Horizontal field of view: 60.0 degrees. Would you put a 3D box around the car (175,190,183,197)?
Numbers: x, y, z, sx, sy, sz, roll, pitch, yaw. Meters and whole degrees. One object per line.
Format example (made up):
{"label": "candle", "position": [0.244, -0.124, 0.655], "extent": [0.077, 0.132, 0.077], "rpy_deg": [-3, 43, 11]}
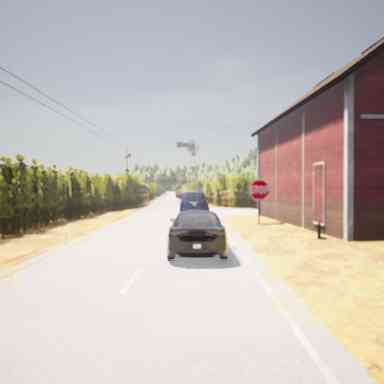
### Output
{"label": "car", "position": [-3.415, 0.466, 88.273], "extent": [2.097, 1.767, 4.553], "rpy_deg": [0, 1, -4]}

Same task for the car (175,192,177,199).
{"label": "car", "position": [-2.734, 0.759, 77.908], "extent": [1.882, 1.535, 5.008], "rpy_deg": [0, 1, -4]}

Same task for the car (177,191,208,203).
{"label": "car", "position": [0.132, 0.977, 26.469], "extent": [2.150, 2.045, 5.566], "rpy_deg": [0, 0, -1]}

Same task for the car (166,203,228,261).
{"label": "car", "position": [0.191, 1.368, 11.898], "extent": [1.882, 1.535, 5.008], "rpy_deg": [0, 1, 1]}
